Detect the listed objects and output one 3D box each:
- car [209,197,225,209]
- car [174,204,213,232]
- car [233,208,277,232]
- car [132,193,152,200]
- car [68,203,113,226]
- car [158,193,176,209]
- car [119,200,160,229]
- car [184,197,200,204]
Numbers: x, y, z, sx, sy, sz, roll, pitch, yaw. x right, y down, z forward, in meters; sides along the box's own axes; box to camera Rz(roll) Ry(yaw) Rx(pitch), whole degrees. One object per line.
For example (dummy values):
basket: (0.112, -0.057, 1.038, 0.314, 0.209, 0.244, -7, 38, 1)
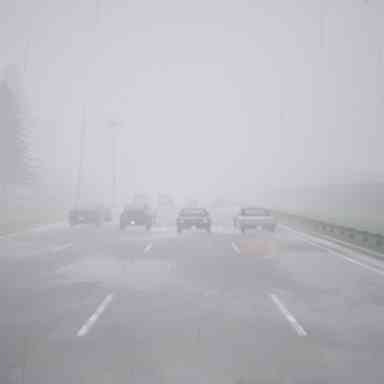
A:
car: (3.513, 1.493, 45.922, 1.837, 1.490, 4.892, 0, 0, 0)
car: (0.101, 1.595, 19.971, 1.895, 1.301, 4.718, 0, 0, 0)
car: (3.601, 1.595, 19.980, 1.895, 1.301, 4.718, 0, 0, 0)
car: (-6.981, 1.211, 46.577, 2.150, 2.045, 5.566, 0, 0, 0)
car: (-6.899, 1.471, 23.081, 1.882, 1.535, 5.008, 0, 0, 0)
car: (-3.489, 1.210, 45.731, 2.150, 2.045, 5.566, 0, 0, 0)
car: (-3.400, 1.498, 21.545, 1.837, 1.490, 4.892, 0, 0, 0)
car: (0.013, 1.493, 45.881, 1.837, 1.490, 4.892, 0, 1, 0)
